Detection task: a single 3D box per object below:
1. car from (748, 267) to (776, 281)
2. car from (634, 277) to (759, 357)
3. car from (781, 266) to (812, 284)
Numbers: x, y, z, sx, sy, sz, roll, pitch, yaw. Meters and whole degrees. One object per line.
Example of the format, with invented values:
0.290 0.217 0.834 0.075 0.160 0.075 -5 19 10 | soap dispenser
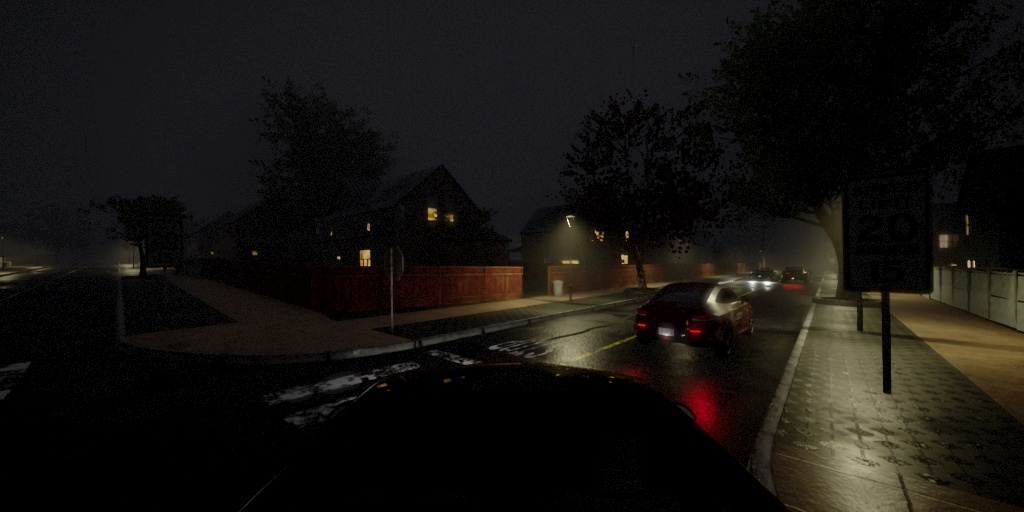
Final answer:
25.875 1.854 37.008 1.994 1.385 4.181 -1 -1 42 | car
4.587 1.366 8.837 1.812 1.442 4.674 -1 -1 42 | car
26.163 1.730 33.093 1.837 1.490 4.892 -1 -1 42 | car
